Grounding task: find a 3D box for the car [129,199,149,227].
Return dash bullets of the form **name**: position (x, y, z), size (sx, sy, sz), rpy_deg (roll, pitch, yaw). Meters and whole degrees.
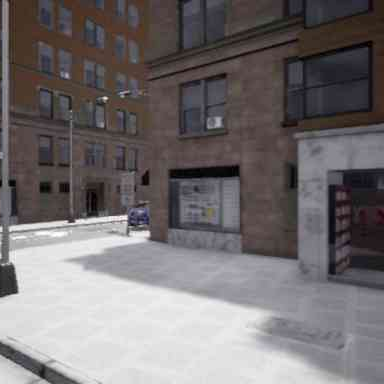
- **car**: position (-1.835, 1.271, 21.186), size (2.097, 1.767, 4.553), rpy_deg (0, 0, 36)
